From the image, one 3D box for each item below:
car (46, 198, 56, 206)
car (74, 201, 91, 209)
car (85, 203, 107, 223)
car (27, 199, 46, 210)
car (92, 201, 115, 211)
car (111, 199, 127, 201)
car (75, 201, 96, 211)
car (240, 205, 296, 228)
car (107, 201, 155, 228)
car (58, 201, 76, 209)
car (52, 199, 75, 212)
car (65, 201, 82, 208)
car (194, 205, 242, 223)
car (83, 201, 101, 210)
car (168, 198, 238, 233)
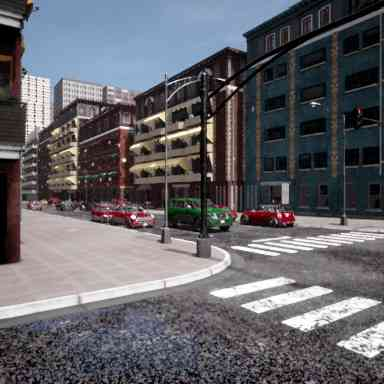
[{"bbox_3d":[-32.722,2.328,78.710,2.192,1.841,5.009,-1,0,-35],"label":"car"},{"bbox_3d":[-20.036,2.326,60.495,1.802,1.307,4.206,-1,0,-35],"label":"car"},{"bbox_3d":[-7.468,1.904,28.653,1.802,1.307,4.206,-1,0,-35],"label":"car"},{"bbox_3d":[-26.493,2.171,55.975,1.967,1.590,4.097,-1,0,-35],"label":"car"},{"bbox_3d":[-13.695,2.159,51.387,2.008,1.369,4.403,-1,0,-35],"label":"car"},{"bbox_3d":[-10.528,1.855,46.835,2.192,1.841,5.009,-1,0,-35],"label":"car"},{"bbox_3d":[-15.518,2.126,49.707,1.812,1.442,4.674,0,-1,-35],"label":"car"},{"bbox_3d":[5.333,1.639,24.072,1.967,1.590,4.097,-1,0,-35],"label":"car"},{"bbox_3d":[-4.299,1.694,24.099,1.967,1.590,4.097,-1,0,-35],"label":"car"},{"bbox_3d":[-22.348,2.347,59.512,1.895,1.301,4.718,0,-1,-35],"label":"car"},{"bbox_3d":[-19.007,2.213,49.731,1.994,1.385,4.181,0,-1,-35],"label":"car"},{"bbox_3d":[-23.206,2.377,65.048,1.947,1.339,4.313,-1,0,-35],"label":"car"},{"bbox_3d":[2.161,1.849,28.623,1.802,1.307,4.206,-1,0,-35],"label":"car"},{"bbox_3d":[-16.865,2.258,55.941,1.802,1.307,4.206,-1,0,-35],"label":"car"},{"bbox_3d":[0.294,1.425,21.874,2.150,2.045,5.566,0,-1,-33],"label":"car"}]
